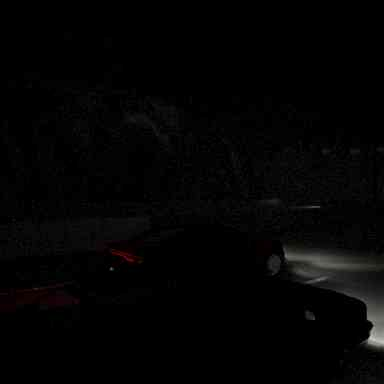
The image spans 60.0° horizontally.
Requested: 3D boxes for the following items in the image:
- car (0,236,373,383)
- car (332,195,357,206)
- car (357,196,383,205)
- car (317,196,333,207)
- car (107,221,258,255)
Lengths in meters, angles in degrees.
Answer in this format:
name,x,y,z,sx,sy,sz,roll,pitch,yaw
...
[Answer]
name,x,y,z,sx,sy,sz,roll,pitch,yaw
car,-0.093,1.551,3.751,5.357,1.411,2.033,0,0,-37
car,24.139,1.557,51.035,4.902,1.511,2.128,0,0,-39
car,26.623,1.415,48.548,4.553,1.767,2.097,0,0,-40
car,22.297,1.417,54.052,4.553,1.767,2.097,0,0,-40
car,0.295,1.485,8.452,5.008,1.535,1.882,0,0,-37
